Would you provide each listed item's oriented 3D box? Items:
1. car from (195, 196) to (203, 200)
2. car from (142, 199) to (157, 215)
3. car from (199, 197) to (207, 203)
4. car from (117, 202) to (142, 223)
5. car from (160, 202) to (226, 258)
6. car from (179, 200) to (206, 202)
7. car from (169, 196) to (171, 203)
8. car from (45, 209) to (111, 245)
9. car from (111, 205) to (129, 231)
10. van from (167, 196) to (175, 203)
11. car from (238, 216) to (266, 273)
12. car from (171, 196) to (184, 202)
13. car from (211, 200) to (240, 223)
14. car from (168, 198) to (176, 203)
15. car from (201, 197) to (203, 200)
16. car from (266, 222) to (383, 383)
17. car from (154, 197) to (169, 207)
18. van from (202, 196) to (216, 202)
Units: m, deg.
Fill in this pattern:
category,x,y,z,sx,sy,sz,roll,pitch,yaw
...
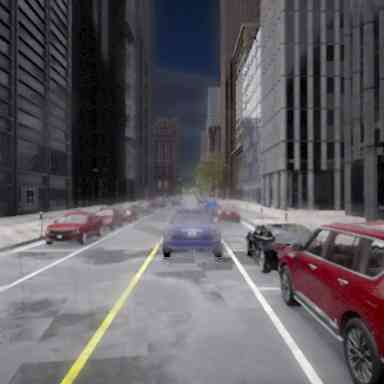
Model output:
category,x,y,z,sx,sy,sz,roll,pitch,yaw
car,2.392,1.959,77.050,2.097,1.767,4.553,0,0,0
car,-5.665,1.890,39.041,2.008,1.369,4.403,0,0,0
car,2.865,2.139,89.776,1.967,1.590,4.097,0,0,0
car,-5.666,1.684,27.764,1.967,1.590,4.097,0,0,0
car,0.021,1.471,13.430,2.097,1.767,4.553,0,-1,0
car,0.029,1.734,29.243,1.882,1.535,5.008,0,0,1
car,-5.662,1.821,61.601,2.192,1.841,5.009,0,0,0
car,-5.667,1.691,16.484,1.887,1.381,4.507,0,0,0
car,-5.666,1.777,22.123,1.802,1.307,4.206,0,0,0
van,-5.660,2.041,89.793,1.690,1.788,3.998,0,0,0
car,2.859,1.663,10.819,1.947,1.339,4.313,0,0,0
car,-3.012,2.072,64.581,2.033,1.411,5.357,0,0,1
car,2.860,1.684,27.738,1.967,1.590,4.097,0,0,0
car,-5.661,2.310,95.430,1.947,1.339,4.313,0,0,0
car,2.864,1.993,56.109,1.752,1.417,4.829,0,0,0
car,2.858,1.363,5.181,2.192,1.841,5.009,0,0,0
car,-5.663,1.782,55.961,2.192,1.841,5.009,0,0,0
van,2.863,1.768,50.298,1.690,1.788,3.998,0,0,0
